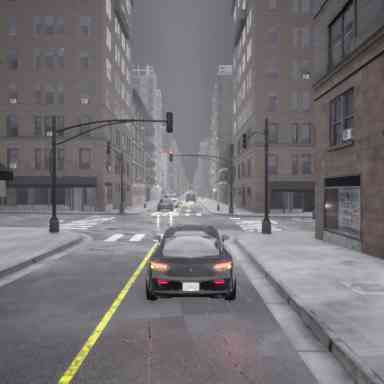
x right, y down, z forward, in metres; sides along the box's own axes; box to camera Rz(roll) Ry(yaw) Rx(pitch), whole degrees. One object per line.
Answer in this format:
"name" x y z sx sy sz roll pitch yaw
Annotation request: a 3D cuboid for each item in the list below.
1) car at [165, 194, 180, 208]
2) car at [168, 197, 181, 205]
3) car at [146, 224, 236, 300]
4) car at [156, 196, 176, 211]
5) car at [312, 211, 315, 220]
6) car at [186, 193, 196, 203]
"car" -3.249 1.291 50.895 2.150 2.045 5.566 0 0 0
"car" -3.249 1.640 61.846 2.033 1.411 5.357 0 0 0
"car" -0.018 1.527 8.236 1.812 1.442 4.674 0 0 0
"car" -3.236 1.556 40.842 1.837 1.490 4.892 0 0 -2
"car" 12.276 1.721 26.856 5.008 1.535 1.882 1 0 -1
"car" -0.226 1.345 75.661 2.150 2.045 5.566 0 0 0
